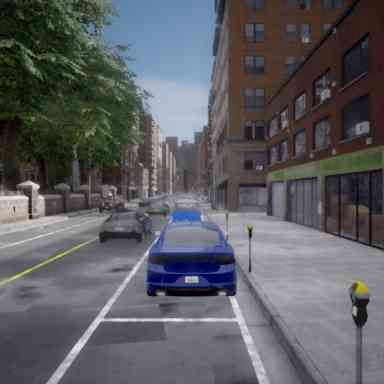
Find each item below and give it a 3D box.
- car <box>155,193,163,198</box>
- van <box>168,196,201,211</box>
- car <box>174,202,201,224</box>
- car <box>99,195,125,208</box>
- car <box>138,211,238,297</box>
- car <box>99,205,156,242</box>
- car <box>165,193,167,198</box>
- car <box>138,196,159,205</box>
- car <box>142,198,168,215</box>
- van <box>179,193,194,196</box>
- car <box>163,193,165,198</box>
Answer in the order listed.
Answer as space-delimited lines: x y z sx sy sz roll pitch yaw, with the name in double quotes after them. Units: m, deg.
-8.815 1.433 80.459 1.752 1.417 4.829 0 0 0 "car"
-0.290 1.333 19.998 1.690 1.788 3.998 0 0 0 "van"
-0.290 1.533 25.659 1.887 1.381 4.507 0 0 0 "car"
-8.815 1.291 36.940 2.192 1.841 5.009 0 0 0 "car"
-0.005 1.475 8.650 1.882 1.535 5.008 0 0 0 "car"
-3.127 1.559 16.389 1.994 1.385 4.181 0 0 1 "car"
-8.815 1.439 91.530 1.887 1.381 4.507 0 0 0 "car"
-6.160 1.565 45.718 1.895 1.301 4.718 0 0 0 "car"
-3.128 1.547 31.329 1.994 1.385 4.181 0 0 0 "car"
-0.290 1.317 36.980 1.690 1.788 3.998 0 0 0 "van"
-8.815 1.451 86.079 2.008 1.369 4.403 0 0 0 "car"
